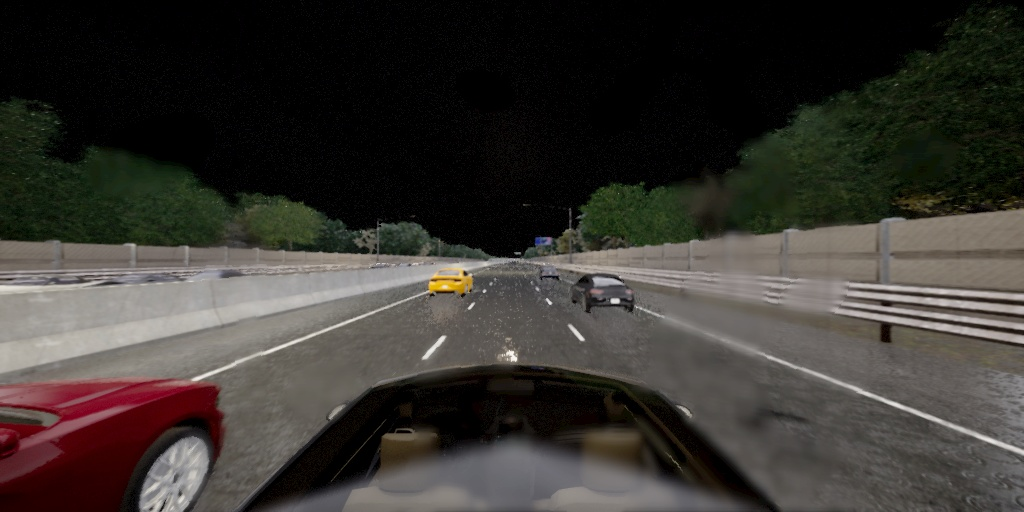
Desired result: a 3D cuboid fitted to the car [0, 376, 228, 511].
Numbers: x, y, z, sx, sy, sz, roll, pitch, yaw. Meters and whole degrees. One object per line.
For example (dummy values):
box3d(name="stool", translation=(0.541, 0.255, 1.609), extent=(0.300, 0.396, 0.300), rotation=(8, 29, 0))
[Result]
box3d(name="car", translation=(-3.401, 1.219, 1.052), extent=(1.882, 1.535, 5.008), rotation=(0, -1, 0))

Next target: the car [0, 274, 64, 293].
box3d(name="car", translation=(-21.104, 1.515, 15.970), extent=(1.895, 1.301, 4.718), rotation=(0, -1, 0))

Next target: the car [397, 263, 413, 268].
box3d(name="car", translation=(-17.540, 1.938, 59.016), extent=(1.812, 1.442, 4.674), rotation=(0, -1, 1))

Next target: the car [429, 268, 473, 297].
box3d(name="car", translation=(-3.406, 1.448, 20.669), extent=(1.882, 1.535, 5.008), rotation=(0, -1, 0))

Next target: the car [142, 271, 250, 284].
box3d(name="car", translation=(-14.104, 1.452, 16.970), extent=(1.812, 1.442, 4.674), rotation=(0, -1, 0))

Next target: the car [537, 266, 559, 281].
box3d(name="car", translation=(3.595, 1.695, 35.978), extent=(2.033, 1.411, 5.357), rotation=(0, -1, 0))

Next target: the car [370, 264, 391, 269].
box3d(name="car", translation=(-21.036, 1.945, 57.722), extent=(2.033, 1.411, 5.357), rotation=(0, -1, 1))

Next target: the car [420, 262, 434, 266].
box3d(name="car", translation=(-14.044, 1.767, 59.197), extent=(2.097, 1.767, 4.553), rotation=(0, -1, 1))

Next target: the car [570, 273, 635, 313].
box3d(name="car", translation=(3.594, 1.428, 14.780), extent=(1.812, 1.442, 4.674), rotation=(0, -1, 0))

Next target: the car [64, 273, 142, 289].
box3d(name="car", translation=(-17.603, 1.491, 17.060), extent=(1.994, 1.385, 4.181), rotation=(0, -1, 0))
